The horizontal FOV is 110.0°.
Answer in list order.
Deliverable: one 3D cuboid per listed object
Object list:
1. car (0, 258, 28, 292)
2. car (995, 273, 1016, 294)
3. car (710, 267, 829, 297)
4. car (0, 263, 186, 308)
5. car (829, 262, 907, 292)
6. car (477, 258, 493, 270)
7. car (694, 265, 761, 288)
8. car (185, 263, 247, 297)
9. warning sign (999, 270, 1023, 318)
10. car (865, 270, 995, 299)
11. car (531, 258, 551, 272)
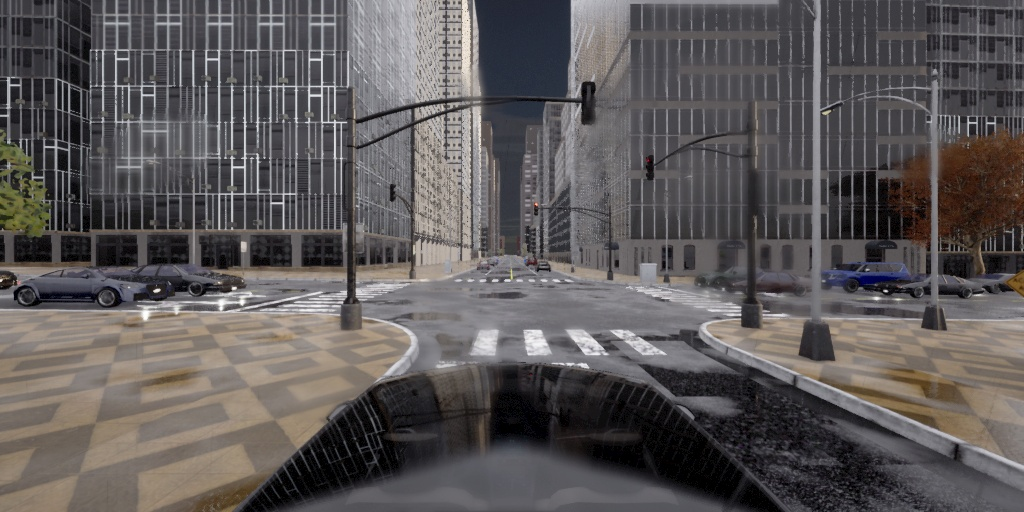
[{"bbox_3d":[-25.279,0.816,15.914,4.892,1.490,1.837,1,0,-3],"label":"car"},{"bbox_3d":[34.571,1.942,25.410,5.357,1.411,2.033,1,0,-3],"label":"car"},{"bbox_3d":[15.122,1.595,21.250,5.357,1.411,2.033,1,0,-3],"label":"car"},{"bbox_3d":[-15.083,1.063,13.133,4.181,1.385,1.994,1,0,-3],"label":"car"},{"bbox_3d":[24.333,1.433,24.933,5.566,2.045,2.150,1,0,-3],"label":"car"},{"bbox_3d":[-4.043,1.342,51.180,1.802,1.307,4.207,0,0,0],"label":"car"},{"bbox_3d":[14.990,1.396,24.498,4.553,1.767,2.097,1,0,-3],"label":"car"},{"bbox_3d":[-15.357,1.040,16.408,5.357,1.411,2.033,1,0,0],"label":"car"},{"bbox_3d":[17.271,1.204,11.892,1.060,1.860,1.300,0,0,-3],"label":"warning sign"},{"bbox_3d":[25.181,1.775,21.721,5.357,1.411,2.033,1,0,-3],"label":"car"},{"bbox_3d":[3.912,1.329,45.690,1.948,1.339,4.313,0,0,0],"label":"car"}]
